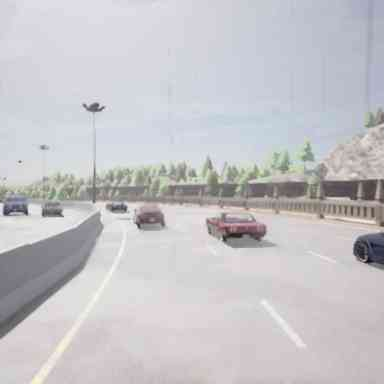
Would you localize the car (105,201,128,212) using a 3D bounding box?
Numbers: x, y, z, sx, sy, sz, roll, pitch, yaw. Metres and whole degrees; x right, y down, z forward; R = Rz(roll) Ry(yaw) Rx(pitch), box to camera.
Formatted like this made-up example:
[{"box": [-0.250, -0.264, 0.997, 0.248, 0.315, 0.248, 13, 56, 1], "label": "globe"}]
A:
[{"box": [-9.333, 1.750, 40.825, 1.895, 1.301, 4.718, 0, 0, -25], "label": "car"}]

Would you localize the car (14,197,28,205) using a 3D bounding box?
[{"box": [-35.325, 1.863, 68.584, 1.837, 1.490, 4.892, -1, 0, -35], "label": "car"}]

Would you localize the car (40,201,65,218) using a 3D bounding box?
[{"box": [-13.837, 1.679, 33.081, 1.837, 1.490, 4.892, 0, 0, -22], "label": "car"}]

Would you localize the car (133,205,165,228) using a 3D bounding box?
[{"box": [-3.017, 1.595, 23.006, 1.812, 1.442, 4.674, 0, 0, -14], "label": "car"}]

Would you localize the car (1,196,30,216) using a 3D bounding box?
[{"box": [-18.629, 1.445, 35.481, 2.150, 2.045, 5.566, 0, 0, -25], "label": "car"}]

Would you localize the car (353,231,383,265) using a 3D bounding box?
[{"box": [6.414, 1.551, 9.277, 1.994, 1.385, 4.181, 0, 0, -5], "label": "car"}]

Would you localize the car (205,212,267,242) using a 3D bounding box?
[{"box": [1.967, 1.625, 16.465, 1.895, 1.301, 4.718, 0, 0, -9], "label": "car"}]
